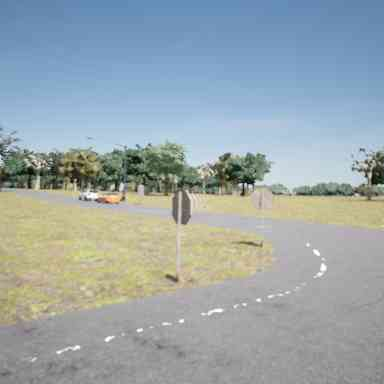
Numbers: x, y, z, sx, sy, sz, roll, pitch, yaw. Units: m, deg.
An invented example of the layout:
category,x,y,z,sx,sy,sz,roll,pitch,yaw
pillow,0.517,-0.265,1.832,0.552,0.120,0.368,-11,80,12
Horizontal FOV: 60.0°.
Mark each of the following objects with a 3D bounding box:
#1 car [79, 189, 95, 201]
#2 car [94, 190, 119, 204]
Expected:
category,x,y,z,sx,sy,sz,roll,pitch,yaw
car,-18.326,0.558,59.022,2.150,2.045,5.566,2,0,-35
car,-12.977,0.868,51.507,2.097,1.767,4.553,2,0,-35
